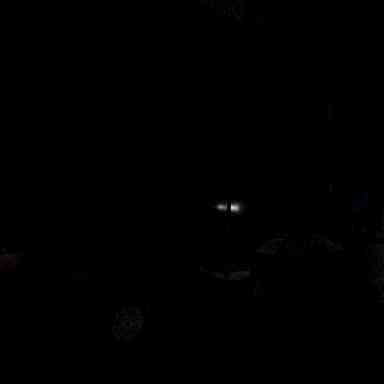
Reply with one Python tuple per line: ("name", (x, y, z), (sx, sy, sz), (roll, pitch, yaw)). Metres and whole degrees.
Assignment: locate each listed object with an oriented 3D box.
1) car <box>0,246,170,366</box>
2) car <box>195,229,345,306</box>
("car", (-2.470, 1.545, 4.772), (4.507, 1.381, 1.887), (0, 0, -36))
("car", (2.024, 1.582, 7.986), (4.206, 1.307, 1.802), (0, 0, -36))
